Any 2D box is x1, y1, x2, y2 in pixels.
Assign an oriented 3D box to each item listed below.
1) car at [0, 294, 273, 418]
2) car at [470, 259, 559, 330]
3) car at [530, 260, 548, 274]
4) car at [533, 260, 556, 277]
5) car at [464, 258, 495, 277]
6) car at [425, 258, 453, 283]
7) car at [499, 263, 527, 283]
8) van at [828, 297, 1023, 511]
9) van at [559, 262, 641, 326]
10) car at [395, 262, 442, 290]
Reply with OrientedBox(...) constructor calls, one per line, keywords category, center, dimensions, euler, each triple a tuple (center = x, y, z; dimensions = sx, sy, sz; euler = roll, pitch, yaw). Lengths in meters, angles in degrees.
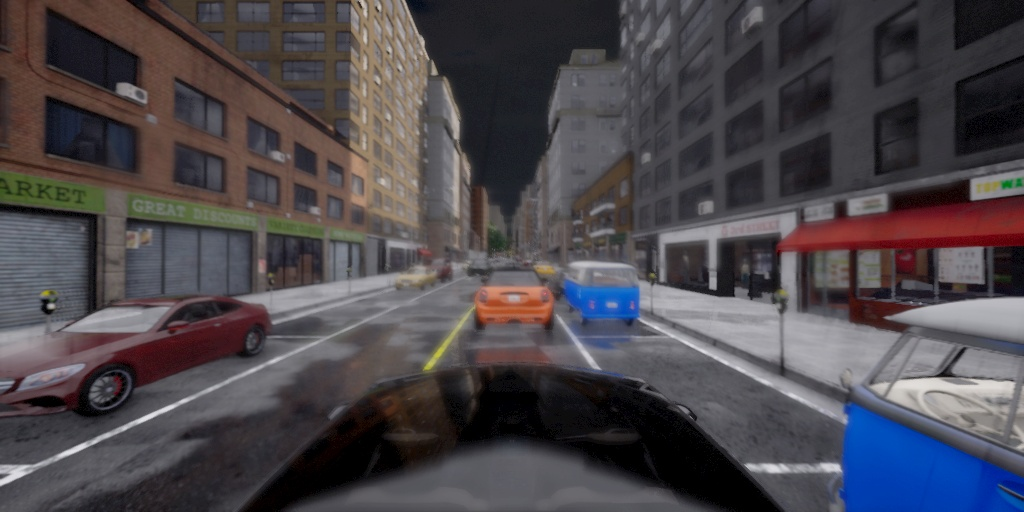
OrientedBox(category="car", center=(-5.854, 1.330, 5.913), dimensions=(1.802, 1.307, 4.207), euler=(0, 0, 0))
OrientedBox(category="car", center=(0.078, 1.099, 11.199), dimensions=(2.097, 1.767, 4.553), euler=(0, 0, 0))
OrientedBox(category="car", center=(3.181, 1.256, 42.971), dimensions=(1.837, 1.490, 4.892), euler=(0, 0, 0))
OrientedBox(category="car", center=(3.180, 1.206, 36.161), dimensions=(1.801, 1.575, 5.366), euler=(0, 0, 0))
OrientedBox(category="car", center=(-3.070, 1.100, 34.619), dimensions=(2.097, 1.767, 4.553), euler=(0, 0, 0))
OrientedBox(category="car", center=(-5.835, 1.061, 27.885), dimensions=(2.192, 1.841, 5.009), euler=(0, 0, 0))
OrientedBox(category="car", center=(0.107, 1.294, 28.932), dimensions=(2.033, 1.411, 5.357), euler=(0, 0, 0))
OrientedBox(category="van", center=(2.674, 1.091, 0.437), dimensions=(1.690, 1.789, 3.998), euler=(0, 0, 0))
OrientedBox(category="van", center=(2.682, 1.088, 11.420), dimensions=(1.690, 1.789, 3.998), euler=(0, 0, 0))
OrientedBox(category="car", center=(-5.839, 1.271, 22.223), dimensions=(1.751, 1.417, 4.829), euler=(0, 0, 0))
